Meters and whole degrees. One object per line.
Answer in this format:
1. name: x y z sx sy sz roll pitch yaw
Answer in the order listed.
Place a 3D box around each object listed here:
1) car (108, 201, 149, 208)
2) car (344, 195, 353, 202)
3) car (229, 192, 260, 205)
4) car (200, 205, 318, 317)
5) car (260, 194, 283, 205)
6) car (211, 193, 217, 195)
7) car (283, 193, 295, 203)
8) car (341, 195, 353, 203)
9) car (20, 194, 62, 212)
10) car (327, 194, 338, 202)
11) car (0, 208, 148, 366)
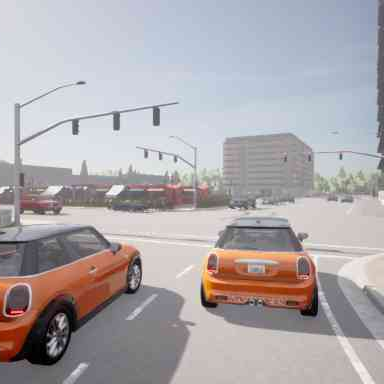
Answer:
1. car: -7.322 1.656 37.876 4.718 1.301 1.895 0 0 30
2. car: 36.687 1.500 77.809 1.837 1.490 4.892 0 0 27
3. car: 6.601 1.221 42.969 2.150 2.045 5.566 0 0 28
4. car: 1.622 1.352 7.828 2.097 1.767 4.553 0 0 14
5. car: 13.001 1.492 55.220 2.128 1.511 4.902 0 0 28
6. car: 5.058 1.208 86.961 4.605 1.855 1.932 0 0 28
7. car: 19.114 1.221 66.781 2.150 2.045 5.566 0 0 27
8. car: 32.097 1.595 68.987 1.895 1.301 4.718 0 0 27
9. car: -16.132 1.277 34.793 5.566 2.045 2.150 0 0 28
10. car: 33.550 1.355 79.364 2.097 1.767 4.553 0 0 27
11. car: -2.494 1.352 6.118 2.097 1.767 4.553 0 0 10
